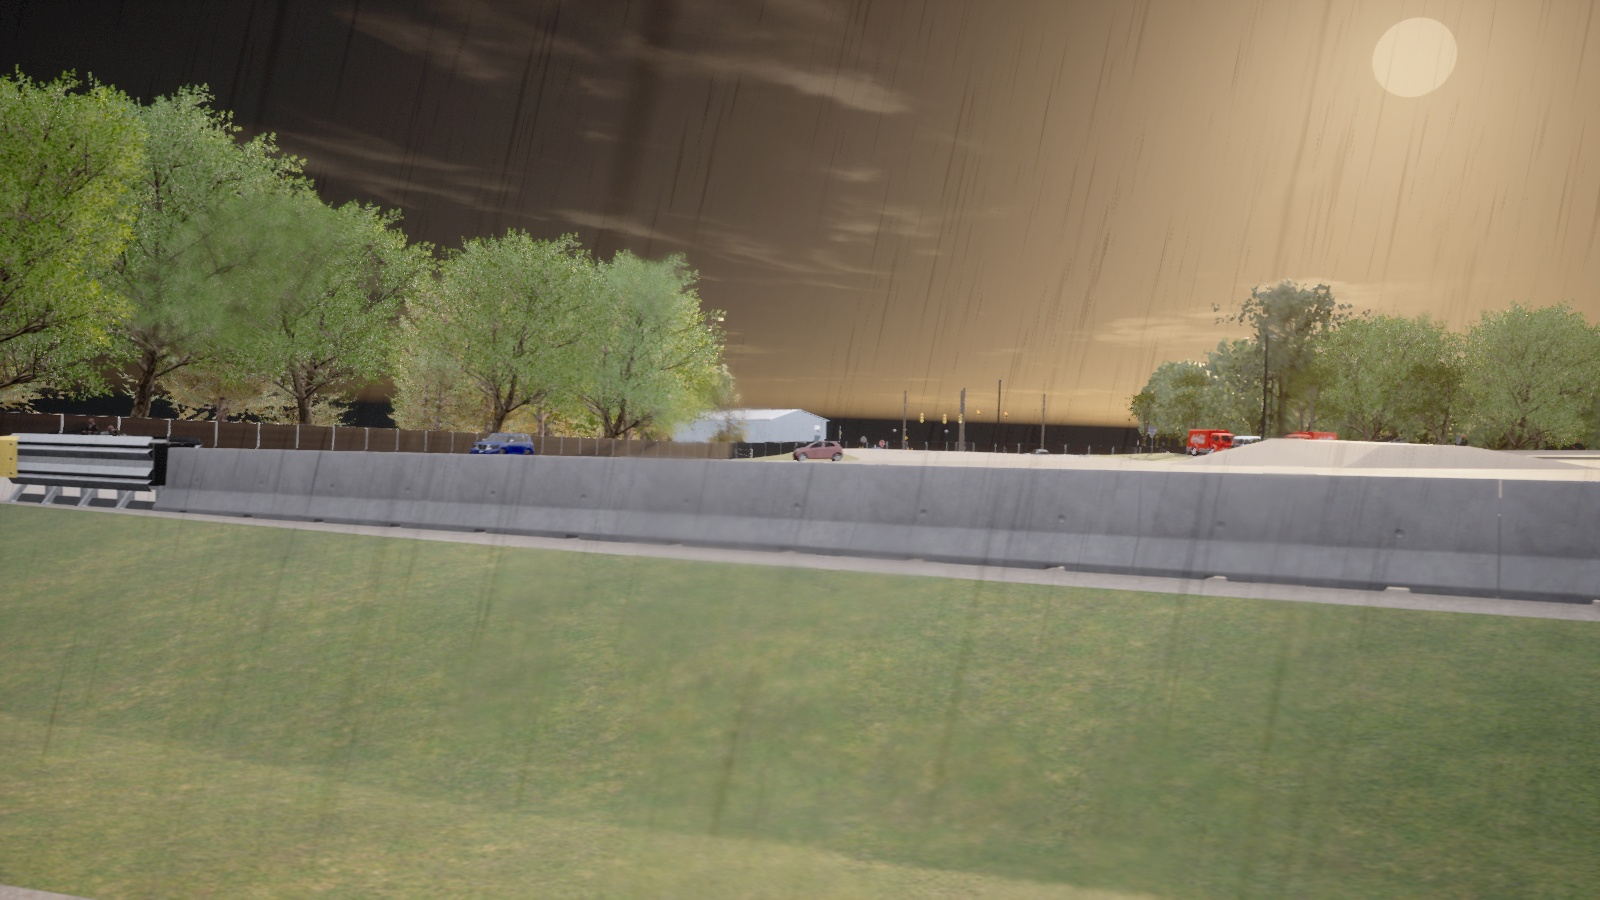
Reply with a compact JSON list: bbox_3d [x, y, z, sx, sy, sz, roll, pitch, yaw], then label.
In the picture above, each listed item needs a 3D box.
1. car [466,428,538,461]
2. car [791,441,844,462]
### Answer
[{"bbox_3d":[-20.626,-0.338,87.299,2.150,2.045,5.566,3,0,19],"label":"car"},{"bbox_3d":[1.258,0.143,90.166,3.633,1.501,1.845,0,0,-5],"label":"car"}]
